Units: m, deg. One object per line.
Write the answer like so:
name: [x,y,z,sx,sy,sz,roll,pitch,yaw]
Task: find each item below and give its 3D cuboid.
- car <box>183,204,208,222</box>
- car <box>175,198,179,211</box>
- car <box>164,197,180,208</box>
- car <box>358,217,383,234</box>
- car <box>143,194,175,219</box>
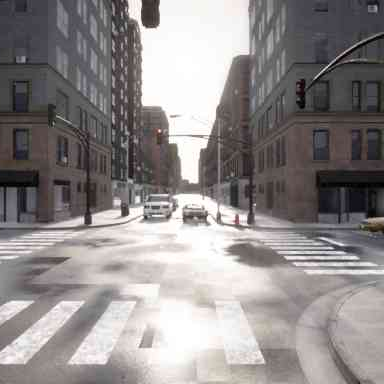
car: [0.193,1.596,26.637,1.895,1.301,4.718,0,0,-2]
car: [-2.914,1.342,39.479,2.097,1.767,4.553,0,0,0]
car: [-2.932,1.530,49.761,2.033,1.411,5.357,0,0,0]
car: [11.601,1.554,17.923,4.829,1.417,1.752,0,0,0]
car: [-2.901,1.216,29.215,2.150,2.045,5.566,0,0,0]
